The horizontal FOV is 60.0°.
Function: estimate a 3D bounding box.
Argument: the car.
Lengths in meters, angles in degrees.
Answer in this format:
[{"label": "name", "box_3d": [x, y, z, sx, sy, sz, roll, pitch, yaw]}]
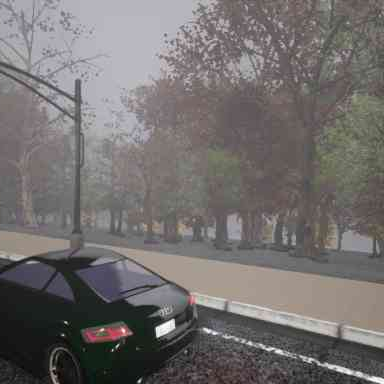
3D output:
[{"label": "car", "box_3d": [-1.939, 1.563, 5.069, 4.181, 1.385, 1.994, 0, 0, 36]}]
